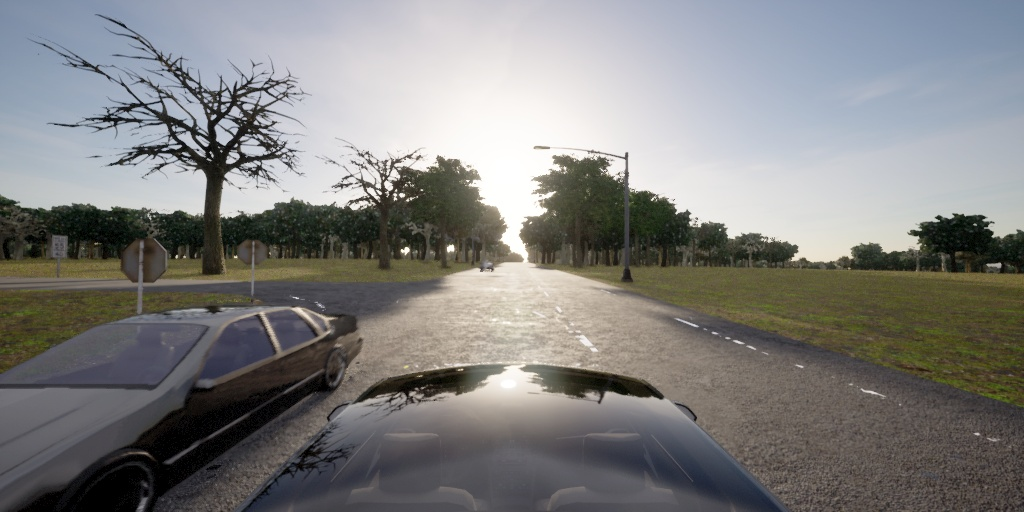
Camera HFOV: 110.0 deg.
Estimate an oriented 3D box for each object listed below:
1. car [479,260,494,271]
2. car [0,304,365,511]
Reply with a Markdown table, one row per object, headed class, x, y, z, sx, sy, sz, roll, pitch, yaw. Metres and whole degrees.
| class | x | y | z | sx | sy | sz | roll | pitch | yaw |
| --- | --- | --- | --- | --- | --- | --- | --- | --- | --- |
| car | -3.550 | 1.368 | 51.257 | 2.128 | 1.511 | 4.902 | 0 | 0 | 0 |
| car | -3.500 | 1.306 | 3.999 | 2.033 | 1.411 | 5.357 | 0 | 0 | 0 |
